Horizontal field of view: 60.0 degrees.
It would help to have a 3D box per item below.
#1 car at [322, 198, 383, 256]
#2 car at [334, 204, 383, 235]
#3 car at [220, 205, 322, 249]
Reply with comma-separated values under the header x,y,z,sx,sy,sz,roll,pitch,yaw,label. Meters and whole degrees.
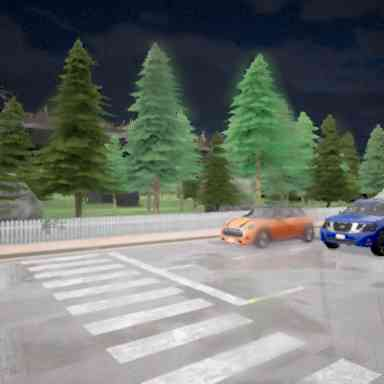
x,y,z,sx,sy,sz,roll,pitch,yaw,label
7.668,1.282,13.705,5.566,2.045,2.150,0,0,-35,car
10.928,1.572,20.169,5.008,1.535,1.882,0,0,-34,car
3.448,1.406,14.991,4.553,1.767,2.097,0,0,-35,car
